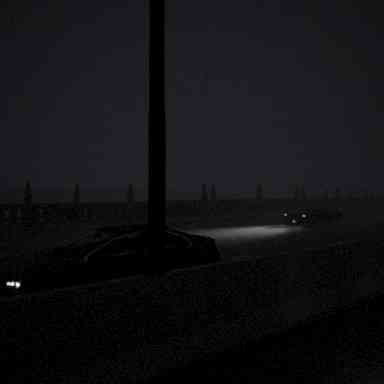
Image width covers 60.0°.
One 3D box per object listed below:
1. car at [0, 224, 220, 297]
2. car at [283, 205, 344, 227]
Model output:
[{"bbox_3d":[-1.600,1.492,7.157,4.902,1.511,2.128,0,0,-36],"label":"car"},{"bbox_3d":[8.443,1.608,23.090,4.718,1.301,1.895,0,0,-37],"label":"car"}]
